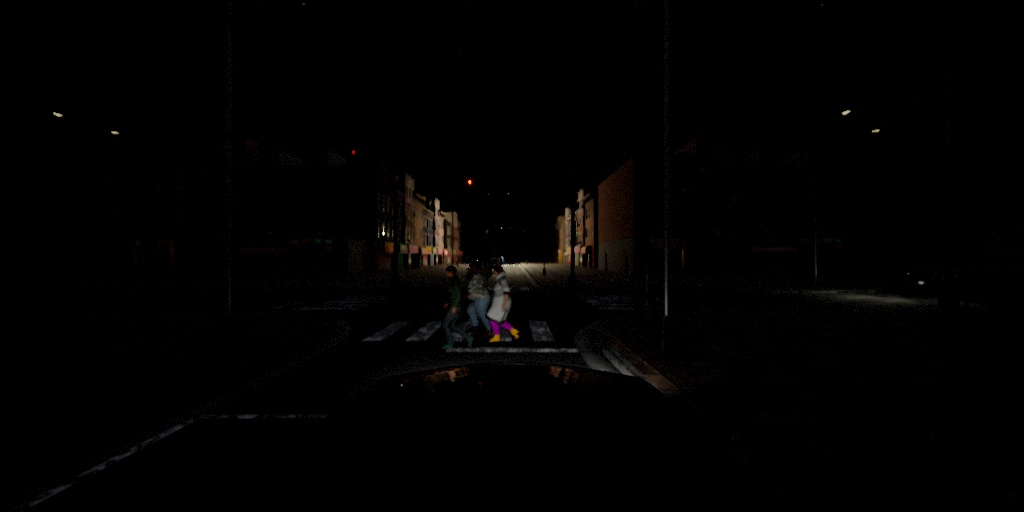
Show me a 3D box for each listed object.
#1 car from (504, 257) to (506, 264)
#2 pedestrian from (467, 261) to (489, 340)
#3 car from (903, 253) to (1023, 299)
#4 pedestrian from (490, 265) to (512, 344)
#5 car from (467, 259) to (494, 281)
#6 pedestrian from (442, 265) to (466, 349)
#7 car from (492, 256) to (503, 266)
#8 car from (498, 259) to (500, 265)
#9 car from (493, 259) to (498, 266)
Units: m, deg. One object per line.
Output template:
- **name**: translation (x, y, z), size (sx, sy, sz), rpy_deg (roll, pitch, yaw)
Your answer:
- **car**: translation (-2.649, 0.960, 62.657), size (2.192, 1.841, 5.009), rpy_deg (0, 0, 0)
- **pedestrian**: translation (-0.832, 1.022, 8.760), size (0.375, 1.860, 0.375), rpy_deg (0, 0, 0)
- **car**: translation (21.964, 0.891, 16.831), size (5.566, 2.045, 2.150), rpy_deg (0, 0, 0)
- **pedestrian**: translation (-0.246, 1.024, 8.161), size (0.375, 1.860, 0.375), rpy_deg (0, 0, 0)
- **car**: translation (-2.642, 1.205, 28.856), size (1.751, 1.417, 4.829), rpy_deg (0, 0, 0)
- **pedestrian**: translation (-1.237, 1.026, 7.560), size (0.375, 1.860, 0.375), rpy_deg (0, 0, 0)
- **car**: translation (-2.647, 1.091, 51.446), size (1.967, 1.591, 4.097), rpy_deg (0, 0, 0)
- **car**: translation (-2.645, 1.244, 40.236), size (1.802, 1.307, 4.207), rpy_deg (0, 0, 0)
- **car**: translation (-2.644, 1.215, 34.631), size (1.888, 1.381, 4.507), rpy_deg (0, 0, 0)
